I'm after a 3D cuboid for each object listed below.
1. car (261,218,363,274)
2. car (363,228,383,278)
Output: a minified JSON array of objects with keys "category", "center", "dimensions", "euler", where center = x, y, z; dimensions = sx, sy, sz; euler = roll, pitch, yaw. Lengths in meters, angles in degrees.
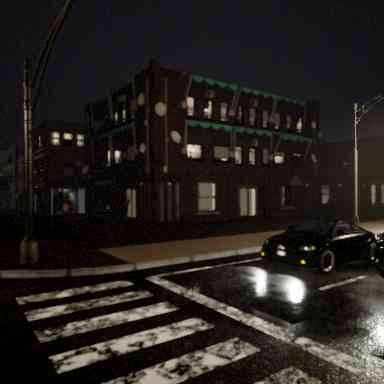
[{"category":"car","center":[4.178,1.564,10.660],"dimensions":[4.181,1.385,1.994],"euler":[0,0,-35]},{"category":"car","center":[7.038,1.222,8.711],"dimensions":[5.566,2.045,2.150],"euler":[0,0,-36]}]
